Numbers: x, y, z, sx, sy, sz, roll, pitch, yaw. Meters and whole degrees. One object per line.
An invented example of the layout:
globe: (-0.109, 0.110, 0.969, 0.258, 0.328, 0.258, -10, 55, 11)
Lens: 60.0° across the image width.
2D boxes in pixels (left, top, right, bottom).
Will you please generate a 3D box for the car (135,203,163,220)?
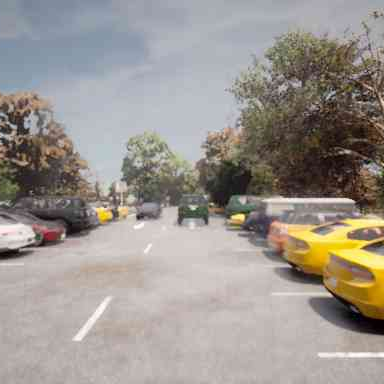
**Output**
car: (-3.593, 1.623, 28.719, 2.033, 1.411, 5.357, 0, -1, 0)

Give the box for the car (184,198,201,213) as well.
car: (0.089, 1.677, 42.179, 2.097, 1.767, 4.553, 0, -1, 0)

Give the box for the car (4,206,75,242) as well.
car: (-8.014, 1.521, 14.556, 4.792, 1.488, 2.163, 0, 0, 0)

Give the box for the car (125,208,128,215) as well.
car: (-8.233, 1.549, 28.422, 5.366, 1.575, 1.946, 0, 0, 0)

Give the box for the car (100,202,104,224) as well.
car: (-8.014, 1.373, 20.105, 4.553, 1.767, 2.185, 0, 0, 0)

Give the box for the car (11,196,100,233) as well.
car: (-8.073, 1.243, 17.333, 5.566, 2.045, 2.435, 0, 0, 0)

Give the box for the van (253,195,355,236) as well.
van: (5.153, 1.266, 14.356, 4.442, 1.987, 1.878, 0, 0, 0)

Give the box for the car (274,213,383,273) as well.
car: (5.032, 1.487, 8.941, 5.008, 1.535, 2.097, 0, 0, 0)

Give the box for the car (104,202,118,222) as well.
car: (-8.040, 1.508, 22.881, 5.008, 1.535, 2.097, 0, 0, 0)

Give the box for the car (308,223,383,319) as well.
car: (5.033, 1.485, 6.045, 5.008, 1.535, 2.097, 0, 0, 0)

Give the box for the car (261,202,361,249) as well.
car: (5.005, 1.364, 11.586, 4.553, 1.767, 2.185, 0, 0, 0)

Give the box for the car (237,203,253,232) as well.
car: (5.029, 1.495, 17.127, 4.892, 1.521, 2.231, 0, 0, 0)

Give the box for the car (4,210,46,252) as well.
car: (-8.040, 1.529, 11.781, 4.674, 1.452, 2.002, 0, 0, 0)

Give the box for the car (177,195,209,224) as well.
car: (0.091, 1.256, 24.789, 2.150, 2.045, 5.566, 0, -1, 0)

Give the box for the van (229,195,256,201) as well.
van: (5.151, 1.300, 25.555, 4.442, 1.987, 1.878, 0, 0, 0)

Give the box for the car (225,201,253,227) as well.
car: (4.850, 1.495, 19.894, 5.366, 1.575, 1.946, 0, 0, 0)

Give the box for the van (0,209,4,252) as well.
van: (-7.925, 1.261, 9.005, 4.442, 1.987, 1.878, 0, 0, 0)

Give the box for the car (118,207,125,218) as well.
car: (-8.041, 1.527, 25.653, 4.892, 1.521, 2.231, 0, 0, 0)
